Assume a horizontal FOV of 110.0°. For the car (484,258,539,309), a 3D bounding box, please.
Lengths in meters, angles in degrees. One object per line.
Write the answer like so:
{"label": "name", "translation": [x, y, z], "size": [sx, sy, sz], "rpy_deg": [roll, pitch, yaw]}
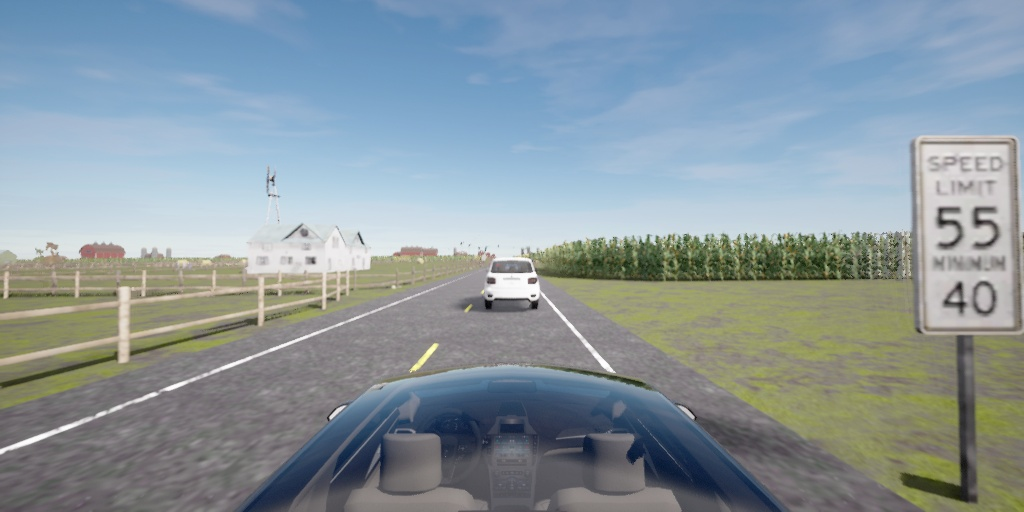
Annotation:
{"label": "car", "translation": [-0.012, 1.098, 15.871], "size": [2.150, 2.045, 5.566], "rpy_deg": [0, 0, 0]}
